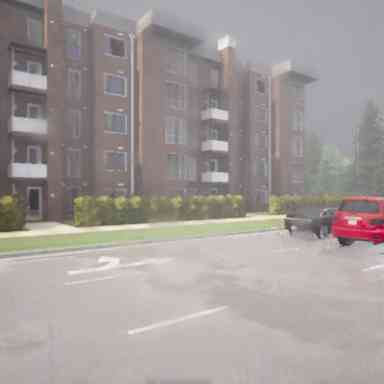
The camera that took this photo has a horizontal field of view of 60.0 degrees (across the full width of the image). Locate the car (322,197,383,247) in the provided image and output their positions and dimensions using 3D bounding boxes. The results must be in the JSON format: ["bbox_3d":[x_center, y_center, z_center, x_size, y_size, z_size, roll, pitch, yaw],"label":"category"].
[{"bbox_3d":[8.138,1.228,13.871,5.566,2.045,2.150,0,0,-35],"label":"car"}]

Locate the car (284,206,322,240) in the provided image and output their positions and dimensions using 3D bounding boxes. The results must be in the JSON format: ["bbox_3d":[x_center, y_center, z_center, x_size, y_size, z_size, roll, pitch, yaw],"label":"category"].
[{"bbox_3d":[6.839,1.499,17.245,4.902,1.511,2.128,0,0,-35],"label":"car"}]
